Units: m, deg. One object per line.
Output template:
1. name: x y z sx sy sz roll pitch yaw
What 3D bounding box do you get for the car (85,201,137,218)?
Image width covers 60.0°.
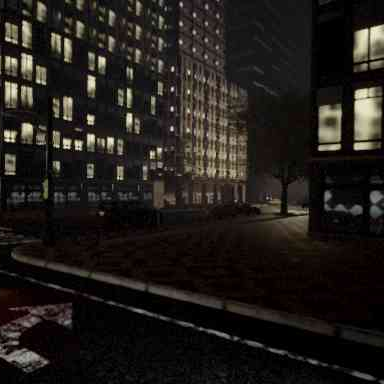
1. car: -7.639 1.640 31.807 1.752 1.417 4.829 1 0 36

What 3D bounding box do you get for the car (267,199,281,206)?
1. car: 15.828 1.976 63.540 1.752 1.417 4.829 1 0 36

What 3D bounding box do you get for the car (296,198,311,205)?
1. car: 25.985 2.141 77.276 2.008 1.369 4.403 1 0 36

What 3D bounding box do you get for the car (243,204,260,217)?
1. car: 5.908 1.934 36.034 1.802 1.307 4.206 1 0 36

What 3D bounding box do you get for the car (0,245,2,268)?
1. car: -6.810 1.494 8.886 4.902 1.511 2.128 -1 0 40

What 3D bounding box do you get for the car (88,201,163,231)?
1. car: -4.149 1.519 22.429 2.192 1.841 5.009 1 0 36

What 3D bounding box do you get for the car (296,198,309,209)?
1. car: 19.325 1.858 54.174 2.192 1.841 5.009 1 0 36

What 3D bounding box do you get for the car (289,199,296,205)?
1. car: 22.633 2.126 72.742 1.802 1.307 4.206 1 0 36

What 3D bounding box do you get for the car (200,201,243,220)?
1. car: 2.656 1.830 31.635 1.752 1.417 4.829 1 0 36
